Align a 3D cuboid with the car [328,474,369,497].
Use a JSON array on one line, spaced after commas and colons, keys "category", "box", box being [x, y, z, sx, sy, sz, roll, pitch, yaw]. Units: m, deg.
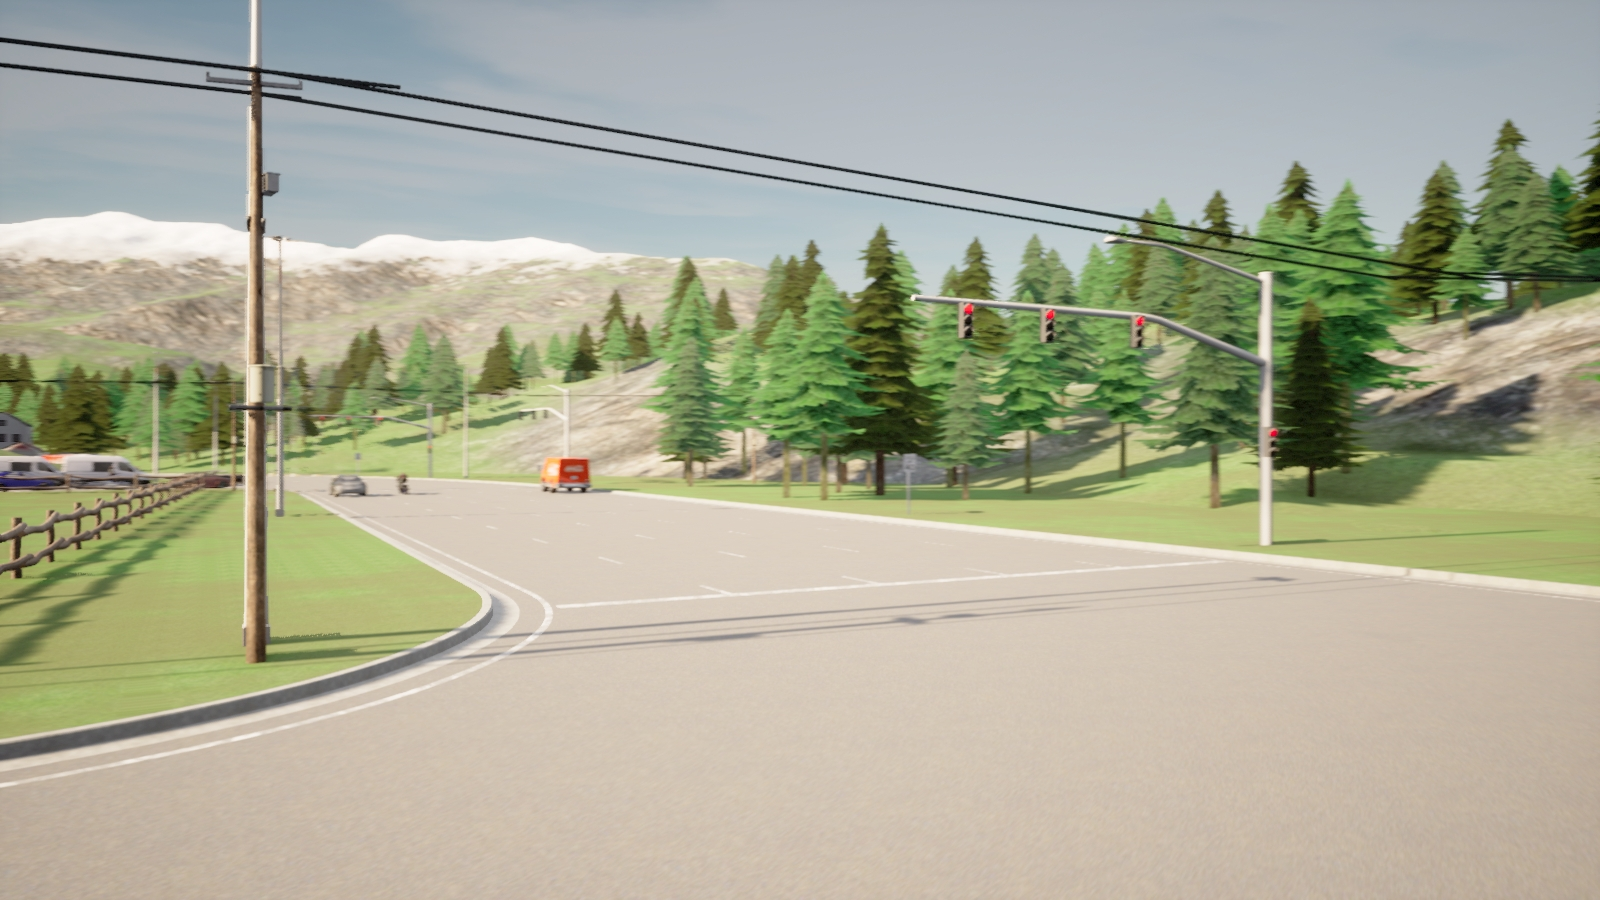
[{"category": "car", "box": [-29.009, 2.262, 73.329, 1.994, 1.385, 4.181, 0, 0, -28]}]
